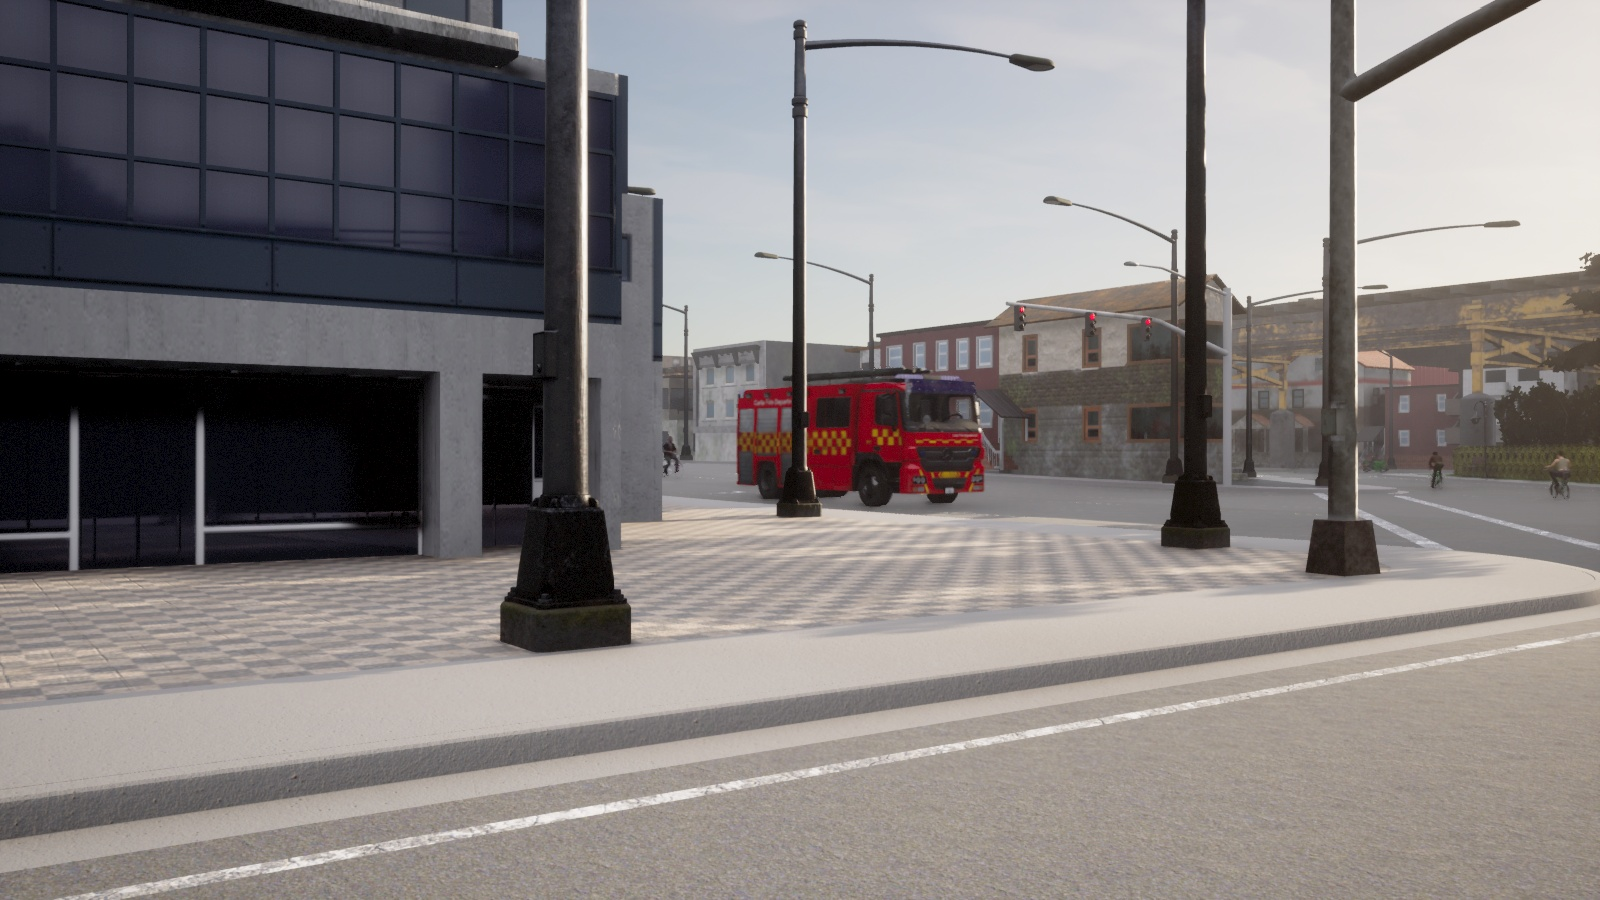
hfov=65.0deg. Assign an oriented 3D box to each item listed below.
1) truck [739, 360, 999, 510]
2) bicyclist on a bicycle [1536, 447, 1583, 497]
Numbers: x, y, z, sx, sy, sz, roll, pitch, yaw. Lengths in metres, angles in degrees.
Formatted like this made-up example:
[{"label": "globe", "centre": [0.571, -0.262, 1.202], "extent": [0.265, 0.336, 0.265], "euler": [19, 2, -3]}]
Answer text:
[{"label": "truck", "centre": [1.724, -0.410, 36.443], "extent": [2.891, 3.827, 8.468], "euler": [0, 1, -35]}, {"label": "bicyclist on a bicycle", "centre": [25.085, 0.721, 41.506], "extent": [0.866, 1.612, 1.509], "euler": [0, 0, 11]}]
